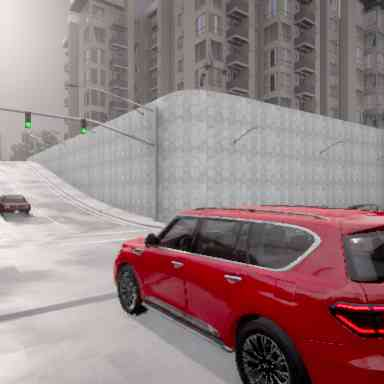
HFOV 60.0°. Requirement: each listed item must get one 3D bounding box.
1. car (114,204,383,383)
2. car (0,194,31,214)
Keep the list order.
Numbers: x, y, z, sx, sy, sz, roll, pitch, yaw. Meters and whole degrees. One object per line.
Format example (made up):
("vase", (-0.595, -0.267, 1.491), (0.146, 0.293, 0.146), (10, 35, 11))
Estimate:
("car", (0.703, 1.230, 5.273), (2.150, 2.045, 5.566), (0, 0, -36))
("car", (-13.637, 0.832, 25.201), (1.895, 1.301, 4.718), (0, 7, -36))
